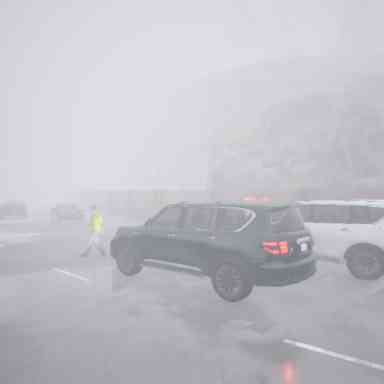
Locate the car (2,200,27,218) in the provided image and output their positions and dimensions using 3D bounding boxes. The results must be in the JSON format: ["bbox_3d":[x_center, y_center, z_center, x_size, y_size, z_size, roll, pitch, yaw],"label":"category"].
[{"bbox_3d":[-16.050,1.477,30.089,1.882,1.535,5.008,0,0,-28],"label":"car"}]

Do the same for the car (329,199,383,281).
[{"bbox_3d":[3.816,1.224,10.126,5.566,2.045,2.150,0,0,38],"label":"car"}]

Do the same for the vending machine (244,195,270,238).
[{"bbox_3d":[3.308,1.195,16.911,0.880,2.100,1.100,0,0,44],"label":"vending machine"}]

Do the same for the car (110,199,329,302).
[{"bbox_3d":[0.247,1.222,8.552,5.566,2.045,2.150,0,0,40],"label":"car"}]

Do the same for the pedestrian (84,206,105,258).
[{"bbox_3d":[-3.307,1.294,11.248,0.375,1.860,0.375,0,0,45],"label":"pedestrian"}]

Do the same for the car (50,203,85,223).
[{"bbox_3d":[-9.725,1.548,25.767,2.033,1.411,5.357,0,0,-30],"label":"car"}]
